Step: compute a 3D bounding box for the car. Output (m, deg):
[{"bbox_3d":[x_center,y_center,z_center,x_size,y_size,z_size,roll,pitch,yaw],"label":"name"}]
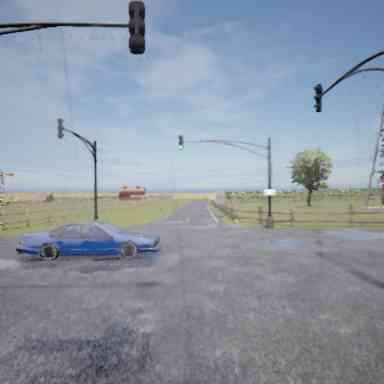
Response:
[{"bbox_3d":[-3.927,1.848,13.103,5.357,1.411,2.033,-1,0,2],"label":"car"}]
